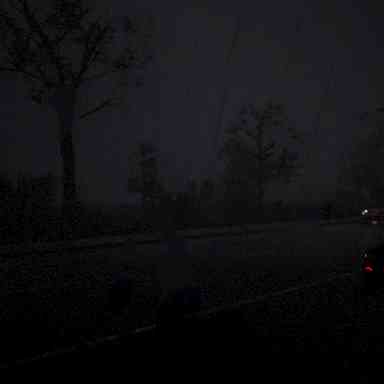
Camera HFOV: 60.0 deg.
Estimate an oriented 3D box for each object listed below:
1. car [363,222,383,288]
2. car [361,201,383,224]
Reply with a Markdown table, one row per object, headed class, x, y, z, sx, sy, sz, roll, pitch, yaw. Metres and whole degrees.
| class | x | y | z | sx | sy | sz | roll | pitch | yaw |
| --- | --- | --- | --- | --- | --- | --- | --- | --- | --- |
| car | 5.878 | 1.519 | 7.925 | 4.674 | 1.442 | 1.812 | 0 | 0 | -35 |
| car | 13.128 | 1.334 | 21.918 | 4.553 | 1.767 | 2.097 | 0 | 0 | -35 |
